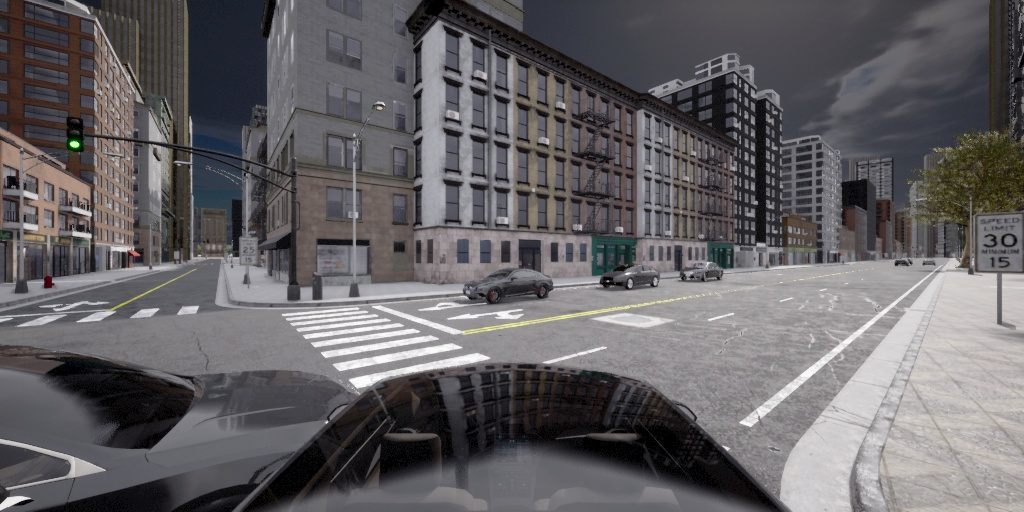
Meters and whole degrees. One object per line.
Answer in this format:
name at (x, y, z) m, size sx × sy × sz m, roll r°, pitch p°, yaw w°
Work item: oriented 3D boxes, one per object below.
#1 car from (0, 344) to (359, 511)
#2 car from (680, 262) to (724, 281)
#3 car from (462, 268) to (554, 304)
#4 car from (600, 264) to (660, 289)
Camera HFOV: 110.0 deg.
car at (-3.224, 1.257, 1.754) m, size 4.892 × 1.490 × 1.837 m, roll 0°, pitch 0°, yaw -35°
car at (15.615, 1.236, 29.452) m, size 4.902 × 1.511 × 2.128 m, roll 0°, pitch 0°, yaw -39°
car at (-0.065, 1.287, 16.731) m, size 4.674 × 1.442 × 1.812 m, roll 0°, pitch 0°, yaw -39°
car at (7.616, 1.258, 22.968) m, size 4.892 × 1.490 × 1.837 m, roll 0°, pitch 0°, yaw -39°
